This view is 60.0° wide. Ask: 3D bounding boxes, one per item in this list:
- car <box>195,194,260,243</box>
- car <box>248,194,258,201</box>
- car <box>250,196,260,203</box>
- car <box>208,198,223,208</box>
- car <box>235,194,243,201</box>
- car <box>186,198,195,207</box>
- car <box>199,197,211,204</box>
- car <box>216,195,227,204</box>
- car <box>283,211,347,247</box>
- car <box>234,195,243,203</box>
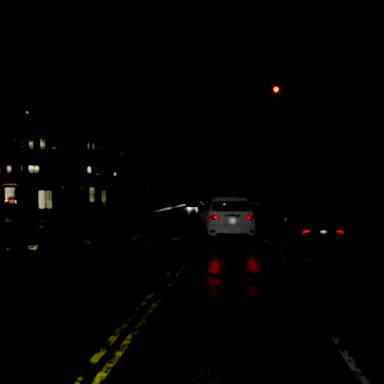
[{"bbox_3d":[1.547,1.224,16.357,2.150,2.045,5.566,0,0,-3],"label":"car"},{"bbox_3d":[14.453,1.351,79.280,2.128,1.511,4.902,0,0,8],"label":"car"},{"bbox_3d":[13.041,1.584,69.409,1.895,1.301,4.718,0,0,8],"label":"car"},{"bbox_3d":[3.609,1.561,49.974,1.994,1.385,4.181,0,0,8],"label":"car"},{"bbox_3d":[11.236,1.303,79.740,1.882,1.535,5.008,0,0,8],"label":"car"},{"bbox_3d":[0.382,1.560,50.368,1.994,1.385,4.181,0,0,8],"label":"car"},{"bbox_3d":[2.674,1.595,65.883,1.895,1.301,4.718,0,0,9],"label":"car"},{"bbox_3d":[5.934,1.473,65.764,1.882,1.535,5.008,0,0,9],"label":"car"},{"bbox_3d":[5.323,1.550,14.973,2.033,1.411,5.357,0,0,8],"label":"car"},{"bbox_3d":[9.760,1.487,69.426,1.837,1.490,4.892,0,0,8],"label":"car"}]
